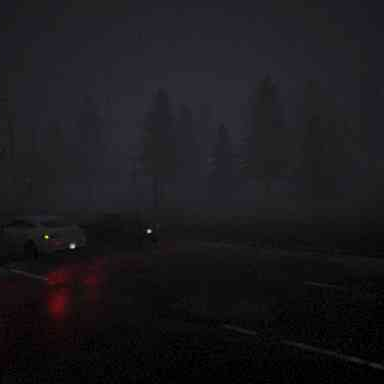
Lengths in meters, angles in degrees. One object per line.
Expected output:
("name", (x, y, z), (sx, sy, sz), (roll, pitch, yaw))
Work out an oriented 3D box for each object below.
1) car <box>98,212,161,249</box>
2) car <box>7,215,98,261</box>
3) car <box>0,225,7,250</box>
("car", (-3.417, 1.622, 15.012), (4.181, 1.385, 1.994), (0, 0, 36))
("car", (-5.871, 1.587, 12.465), (4.674, 1.442, 1.812), (0, 0, 36))
("car", (-7.612, 1.551, 9.407), (4.902, 1.511, 2.128), (0, 0, 36))
